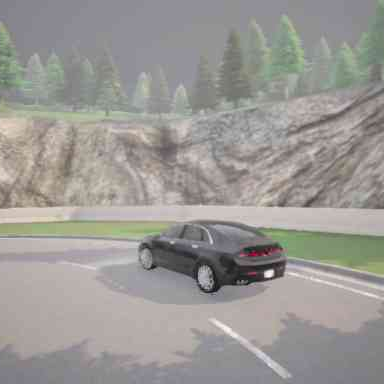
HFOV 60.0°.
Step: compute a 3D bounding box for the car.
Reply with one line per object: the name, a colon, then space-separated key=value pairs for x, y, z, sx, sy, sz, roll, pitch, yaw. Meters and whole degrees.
car: x=0.241 y=1.495 z=8.954 sx=1.837 sy=1.490 sz=4.892 roll=0 pitch=-1 yaw=-35
